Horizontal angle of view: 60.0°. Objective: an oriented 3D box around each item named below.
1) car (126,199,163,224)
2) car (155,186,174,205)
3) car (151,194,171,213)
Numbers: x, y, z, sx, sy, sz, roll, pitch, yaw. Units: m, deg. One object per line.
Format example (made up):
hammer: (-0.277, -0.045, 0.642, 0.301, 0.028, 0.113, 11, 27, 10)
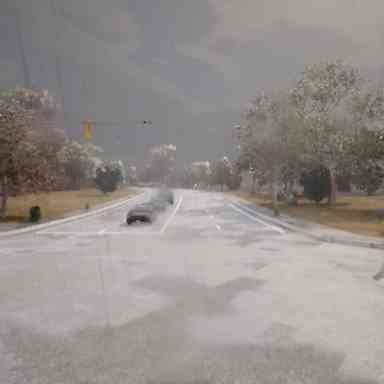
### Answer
car: (-3.634, 1.563, 25.094, 2.033, 1.411, 5.357, 0, 1, 0)
car: (-3.617, 0.654, 45.767, 2.150, 2.045, 5.566, 0, 3, 1)
car: (-3.637, 1.323, 35.266, 1.837, 1.490, 4.892, 0, 2, 0)
